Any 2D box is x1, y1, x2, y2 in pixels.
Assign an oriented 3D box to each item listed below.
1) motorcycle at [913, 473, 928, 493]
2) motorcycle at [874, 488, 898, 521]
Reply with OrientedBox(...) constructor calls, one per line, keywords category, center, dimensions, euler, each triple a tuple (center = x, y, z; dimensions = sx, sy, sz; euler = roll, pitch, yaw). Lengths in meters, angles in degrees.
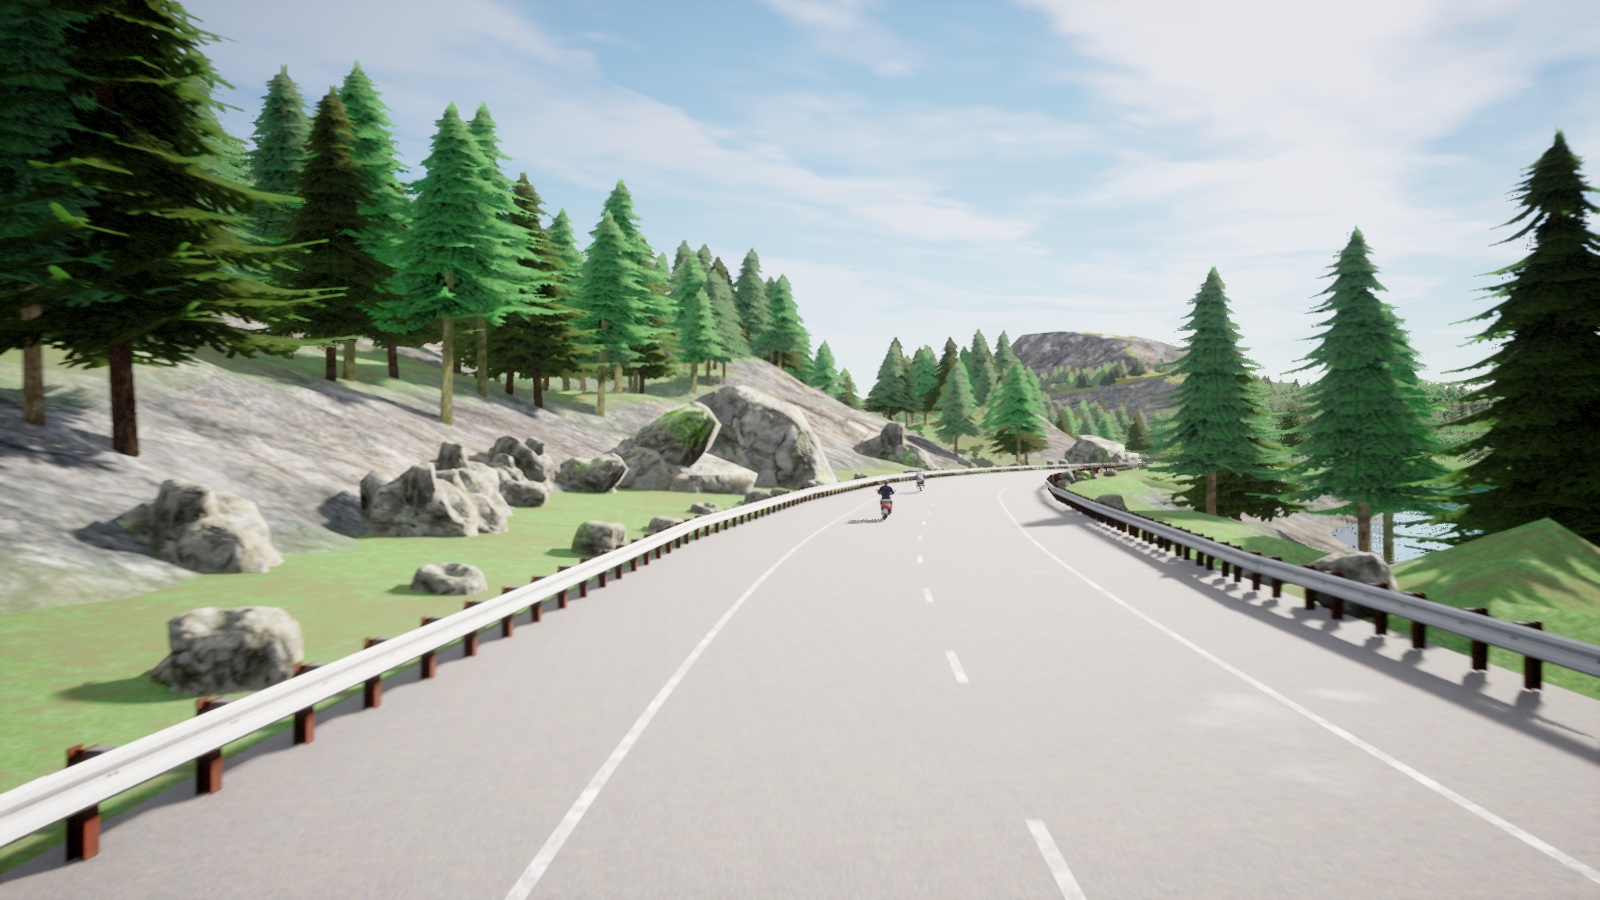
OrientedBox(category="motorcycle", center=(7.962, 2.179, 75.381), dimensions=(0.803, 1.217, 2.033), euler=(0, 0, 11))
OrientedBox(category="motorcycle", center=(3.465, 2.183, 46.020), dimensions=(0.856, 1.236, 1.805), euler=(0, 0, 7))
